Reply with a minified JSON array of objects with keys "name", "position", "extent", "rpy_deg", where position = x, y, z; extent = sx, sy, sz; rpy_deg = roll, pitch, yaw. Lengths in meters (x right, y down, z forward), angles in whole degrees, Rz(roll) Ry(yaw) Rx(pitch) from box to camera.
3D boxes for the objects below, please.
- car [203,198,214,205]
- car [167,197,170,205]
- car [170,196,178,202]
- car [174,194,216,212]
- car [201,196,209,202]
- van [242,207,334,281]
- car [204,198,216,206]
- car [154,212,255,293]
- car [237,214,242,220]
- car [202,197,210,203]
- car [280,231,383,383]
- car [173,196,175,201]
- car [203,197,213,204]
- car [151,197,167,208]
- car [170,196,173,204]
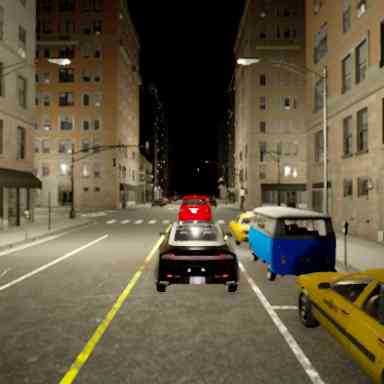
[{"name":"car","position":[3.165,1.786,64.084],"extent":[2.008,1.369,4.403],"rpy_deg":[1,0,1]},{"name":"car","position":[-5.434,1.783,58.662],"extent":[1.947,1.339,4.313],"rpy_deg":[1,0,1]},{"name":"car","position":[-4.992,1.897,91.835],"extent":[1.947,1.339,4.313],"rpy_deg":[1,0,1]},{"name":"car","position":[0.367,1.311,23.443],"extent":[2.150,2.045,5.566],"rpy_deg":[0,0,5]},{"name":"car","position":[3.533,1.881,91.736],"extent":[2.008,1.369,4.403],"rpy_deg":[1,0,1]},{"name":"van","position":[2.682,1.378,9.688],"extent":[1.690,1.788,3.998],"rpy_deg":[1,0,0]},{"name":"car","position":[3.091,1.761,58.554],"extent":[1.887,1.381,4.507],"rpy_deg":[1,0,1]},{"name":"car","position":[0.105,1.526,8.935],"extent":[2.128,1.511,4.902],"rpy_deg":[0,0,0]},{"name":"car","position":[2.683,1.584,15.531],"extent":[1.752,1.417,4.829],"rpy_deg":[1,0,0]},{"name":"car","position":[3.385,1.859,80.675],"extent":[1.947,1.339,4.313],"rpy_deg":[1,0,1]},{"name":"car","position":[2.677,1.542,4.184],"extent":[1.752,1.417,4.829],"rpy_deg":[1,0,0]},{"name":"car","position":[-5.286,1.801,69.720],"extent":[1.887,1.381,4.507],"rpy_deg":[1,0,1]},{"name":"car","position":[3.239,1.799,69.615],"extent":[1.887,1.381,4.507],"rpy_deg":[1,0,1]},{"name":"car","position":[-5.508,1.780,53.133],"extent":[1.802,1.307,4.206],"rpy_deg":[1,0,1]},{"name":"car","position":[-5.360,1.788,64.191],"extent":[2.008,1.369,4.403],"rpy_deg":[1,0,1]}]
